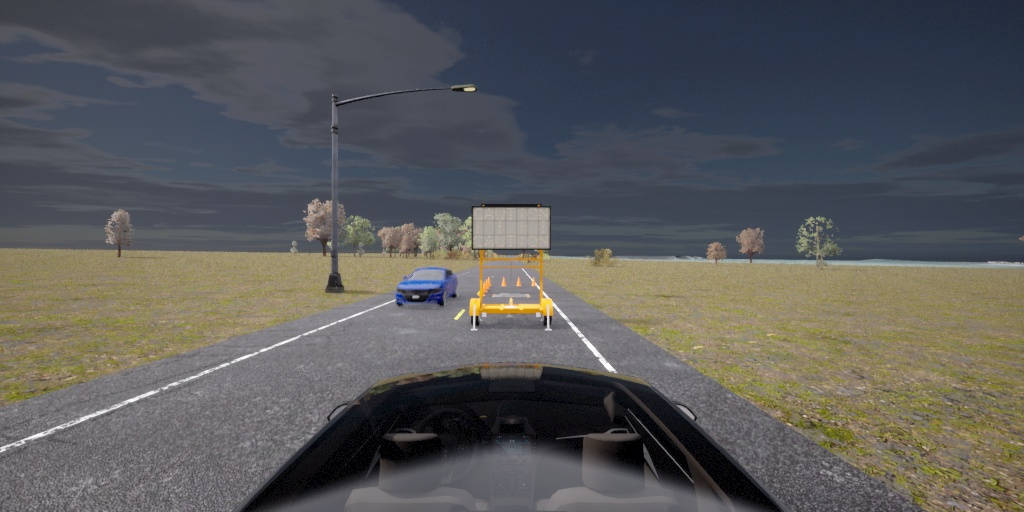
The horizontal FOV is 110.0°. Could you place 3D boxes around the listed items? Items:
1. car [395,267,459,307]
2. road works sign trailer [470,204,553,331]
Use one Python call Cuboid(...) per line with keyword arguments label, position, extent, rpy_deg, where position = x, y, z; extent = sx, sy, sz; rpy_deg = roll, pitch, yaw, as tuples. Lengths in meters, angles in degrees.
Cuboid(label="car", position=(-3.534, 1.229, 15.649), extent=(1.882, 1.535, 5.008), rpy_deg=(0, 0, 0))
Cuboid(label="road works sign trailer", position=(-0.023, 0.215, 11.023), extent=(2.380, 3.560, 2.880), rpy_deg=(0, 0, 0))
